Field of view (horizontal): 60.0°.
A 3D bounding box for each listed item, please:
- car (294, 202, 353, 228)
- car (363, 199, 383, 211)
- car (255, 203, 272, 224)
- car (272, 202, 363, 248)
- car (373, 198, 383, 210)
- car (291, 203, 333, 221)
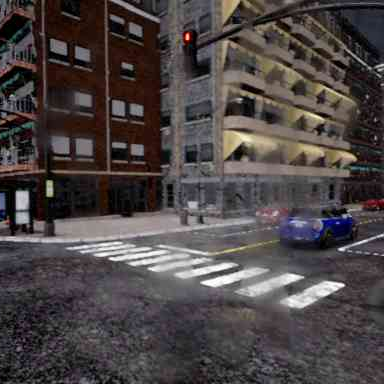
[{"bbox_3d":[9.415,1.527,23.563,2.128,1.511,4.902,0,0,44],"label":"car"},{"bbox_3d":[22.017,1.555,40.319,1.887,1.381,4.507,-1,-1,44],"label":"car"},{"bbox_3d":[6.251,1.479,23.988,1.967,1.590,4.097,-1,-1,44],"label":"car"},{"bbox_3d":[5.896,1.397,15.326,2.097,1.767,4.553,0,0,44],"label":"car"},{"bbox_3d":[25.840,1.529,44.281,1.752,1.417,4.829,-1,-1,44],"label":"car"},{"bbox_3d":[10.194,1.614,28.069,1.802,1.307,4.206,-1,-1,44],"label":"car"}]
